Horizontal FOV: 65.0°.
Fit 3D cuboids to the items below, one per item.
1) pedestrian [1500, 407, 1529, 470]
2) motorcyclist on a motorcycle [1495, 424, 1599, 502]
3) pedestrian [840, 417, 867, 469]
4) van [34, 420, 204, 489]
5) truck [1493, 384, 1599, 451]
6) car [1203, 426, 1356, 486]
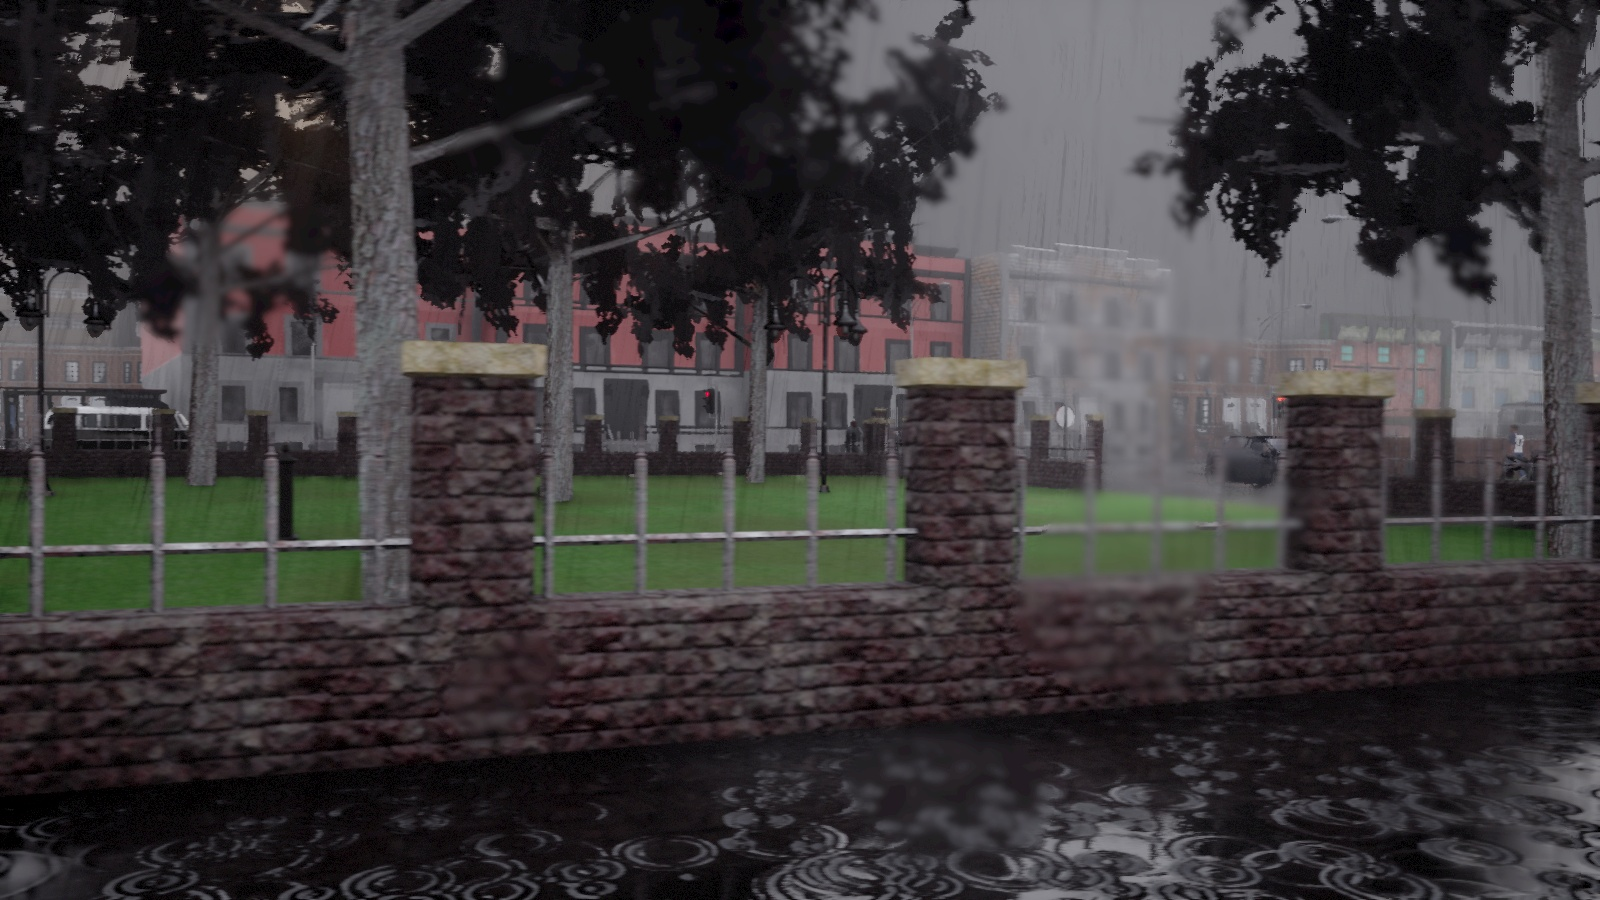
[{"bbox_3d":[21.260,-0.349,37.366,0.354,1.836,0.706,-1,1,-15],"label":"pedestrian"},{"bbox_3d":[15.607,0.243,25.876,0.866,1.530,2.191,-1,1,-22],"label":"motorcyclist on a motorcycle"},{"bbox_3d":[1.958,-0.254,45.568,0.849,1.883,0.563,0,1,16],"label":"pedestrian"},{"bbox_3d":[-21.471,0.108,39.817,4.480,2.038,2.069,-1,1,-20],"label":"van"},{"bbox_3d":[41.544,-1.732,67.631,7.936,3.462,2.891,-1,1,-20],"label":"truck"},{"bbox_3d":[12.736,0.128,33.574,1.845,1.501,3.633,-1,1,-22],"label":"car"}]
